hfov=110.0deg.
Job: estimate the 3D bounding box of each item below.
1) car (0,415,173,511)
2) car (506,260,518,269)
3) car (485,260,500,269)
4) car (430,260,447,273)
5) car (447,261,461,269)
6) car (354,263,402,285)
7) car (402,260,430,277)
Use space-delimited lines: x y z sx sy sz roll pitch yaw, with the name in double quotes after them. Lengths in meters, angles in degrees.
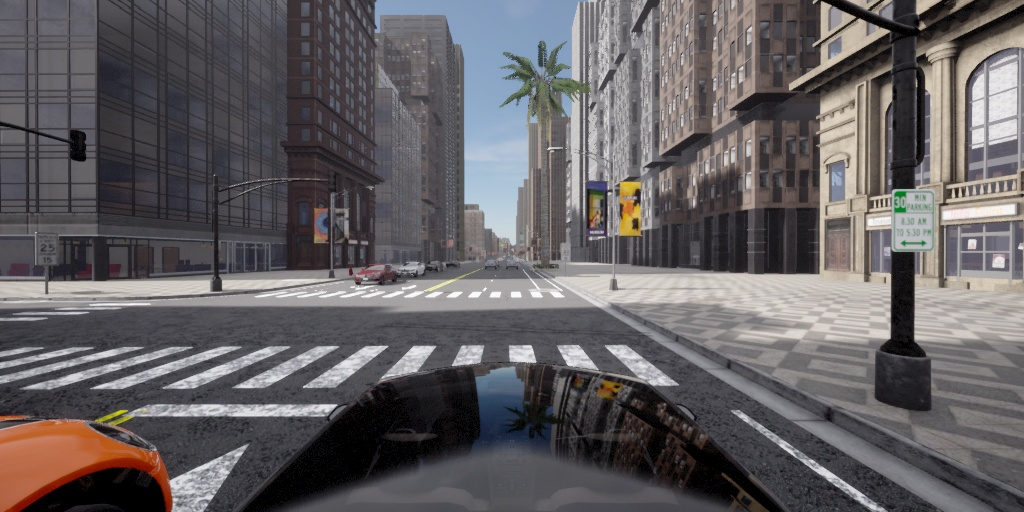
-3.150 1.102 0.298 2.097 1.767 4.553 0 0 0 "car"
0.011 1.335 55.777 2.033 1.411 5.357 0 0 0 "car"
-3.239 1.335 55.777 2.033 1.411 5.357 0 0 0 "car"
-9.839 1.275 45.224 1.837 1.490 4.892 0 0 0 "car"
-9.749 1.396 59.435 1.895 1.301 4.718 0 0 0 "car"
-9.847 1.281 26.317 1.812 1.442 4.674 0 0 -1 "car"
-9.841 1.286 35.308 1.812 1.442 4.674 0 0 0 "car"
